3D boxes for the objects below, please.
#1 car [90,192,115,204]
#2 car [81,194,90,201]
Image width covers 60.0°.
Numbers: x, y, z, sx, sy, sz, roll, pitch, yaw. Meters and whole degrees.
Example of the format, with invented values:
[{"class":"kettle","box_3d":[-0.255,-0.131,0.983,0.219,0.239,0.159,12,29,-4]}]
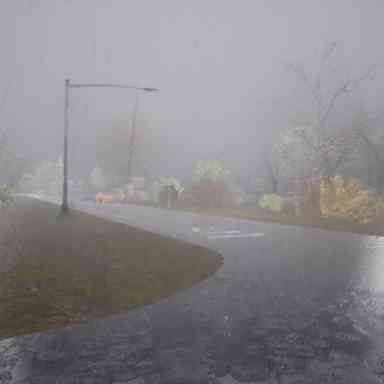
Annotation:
[{"class":"car","box_3d":[-13.062,0.805,49.305,2.097,1.767,4.553,1,0,-30]},{"class":"car","box_3d":[-17.944,0.939,57.640,1.895,1.301,4.718,1,0,-30]}]
